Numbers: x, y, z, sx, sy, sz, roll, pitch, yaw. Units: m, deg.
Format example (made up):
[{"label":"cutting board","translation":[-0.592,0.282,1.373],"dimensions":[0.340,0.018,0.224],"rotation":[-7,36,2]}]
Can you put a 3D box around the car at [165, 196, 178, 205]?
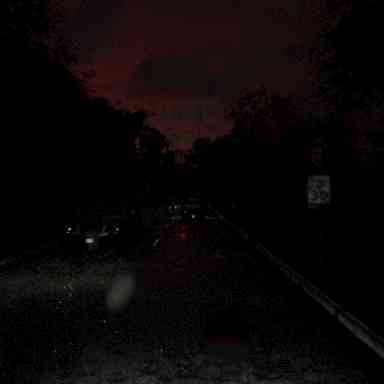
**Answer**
[{"label":"car","translation":[-3.655,1.506,57.860],"dimensions":[2.128,1.511,4.902],"rotation":[1,0,-10]}]

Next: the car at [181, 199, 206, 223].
[{"label":"car","translation":[0.094,1.563,26.090],"dimensions":[1.812,1.442,4.674],"rotation":[0,0,0]}]

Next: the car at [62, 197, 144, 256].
[{"label":"car","translation":[-3.351,1.244,13.660],"dimensions":[2.150,2.045,5.566],"rotation":[0,0,0]}]
